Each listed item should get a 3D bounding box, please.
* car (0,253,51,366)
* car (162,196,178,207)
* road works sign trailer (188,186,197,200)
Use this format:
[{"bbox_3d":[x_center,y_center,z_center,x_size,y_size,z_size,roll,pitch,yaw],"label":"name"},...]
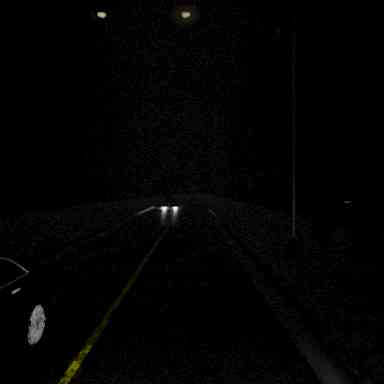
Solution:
[{"bbox_3d":[-3.097,1.486,3.310,1.837,1.490,4.892,0,0,0],"label":"car"},{"bbox_3d":[-3.028,1.301,46.702,1.837,1.490,4.892,0,0,0],"label":"car"},{"bbox_3d":[0.098,0.163,84.986,2.380,3.560,2.880,0,0,0],"label":"road works sign trailer"}]
